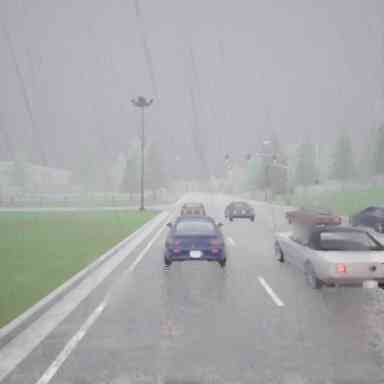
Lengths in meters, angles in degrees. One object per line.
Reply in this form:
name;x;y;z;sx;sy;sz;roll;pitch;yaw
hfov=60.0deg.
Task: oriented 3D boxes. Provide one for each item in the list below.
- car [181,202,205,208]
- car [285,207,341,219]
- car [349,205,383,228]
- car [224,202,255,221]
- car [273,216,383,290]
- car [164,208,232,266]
car;0.088;1.490;26.704;1.895;1.301;4.718;0;0;0
car;7.090;1.517;20.041;1.895;1.301;4.718;0;0;0
car;10.591;1.449;18.559;1.812;1.442;4.674;0;0;0
car;3.588;1.441;25.660;2.033;1.411;5.357;0;0;0
car;3.595;1.563;8.918;1.895;1.301;4.718;0;0;0
car;0.095;1.479;11.188;1.812;1.442;4.674;0;0;0
